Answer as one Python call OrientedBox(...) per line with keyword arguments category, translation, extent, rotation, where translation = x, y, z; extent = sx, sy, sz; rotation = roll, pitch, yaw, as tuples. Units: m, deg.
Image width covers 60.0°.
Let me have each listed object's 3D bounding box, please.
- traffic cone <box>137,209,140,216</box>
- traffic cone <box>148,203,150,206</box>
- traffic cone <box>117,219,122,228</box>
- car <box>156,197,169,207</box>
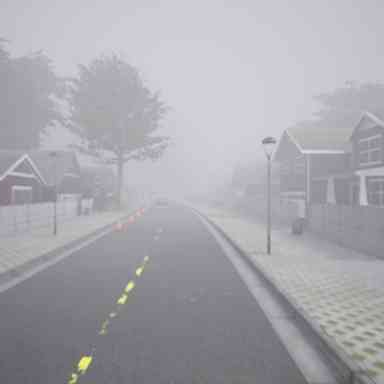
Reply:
OrientedBox(category="traffic cone", translation=(-4.810, 1.851, 29.890), extent=(0.340, 0.580, 0.340), rotation=(0, 0, -4))
OrientedBox(category="traffic cone", translation=(-5.530, 1.837, 39.816), extent=(0.340, 0.580, 0.340), rotation=(0, 0, -5))
OrientedBox(category="traffic cone", translation=(-4.371, 1.876, 19.937), extent=(0.340, 0.580, 0.340), rotation=(0, 0, -5))
OrientedBox(category="car", translation=(-4.404, 1.421, 49.519), extent=(2.033, 1.411, 5.357), rotation=(0, 0, -6))
